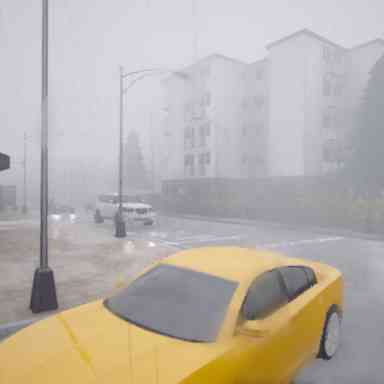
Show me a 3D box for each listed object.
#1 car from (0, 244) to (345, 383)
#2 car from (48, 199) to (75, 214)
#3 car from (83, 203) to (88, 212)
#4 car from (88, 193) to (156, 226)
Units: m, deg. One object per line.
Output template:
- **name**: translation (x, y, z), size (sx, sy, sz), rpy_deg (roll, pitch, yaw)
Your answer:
- **car**: translation (0.268, 1.490, 4.010), size (1.882, 1.535, 5.008), rpy_deg (2, 1, 41)
- **car**: translation (-13.180, 1.388, 33.097), size (1.812, 1.442, 4.674), rpy_deg (0, 0, -36)
- **car**: translation (-9.675, 1.479, 34.571), size (1.895, 1.301, 4.718), rpy_deg (0, 0, -37)
- **car**: translation (-4.482, 1.084, 21.375), size (2.150, 2.045, 5.566), rpy_deg (0, 0, -37)
